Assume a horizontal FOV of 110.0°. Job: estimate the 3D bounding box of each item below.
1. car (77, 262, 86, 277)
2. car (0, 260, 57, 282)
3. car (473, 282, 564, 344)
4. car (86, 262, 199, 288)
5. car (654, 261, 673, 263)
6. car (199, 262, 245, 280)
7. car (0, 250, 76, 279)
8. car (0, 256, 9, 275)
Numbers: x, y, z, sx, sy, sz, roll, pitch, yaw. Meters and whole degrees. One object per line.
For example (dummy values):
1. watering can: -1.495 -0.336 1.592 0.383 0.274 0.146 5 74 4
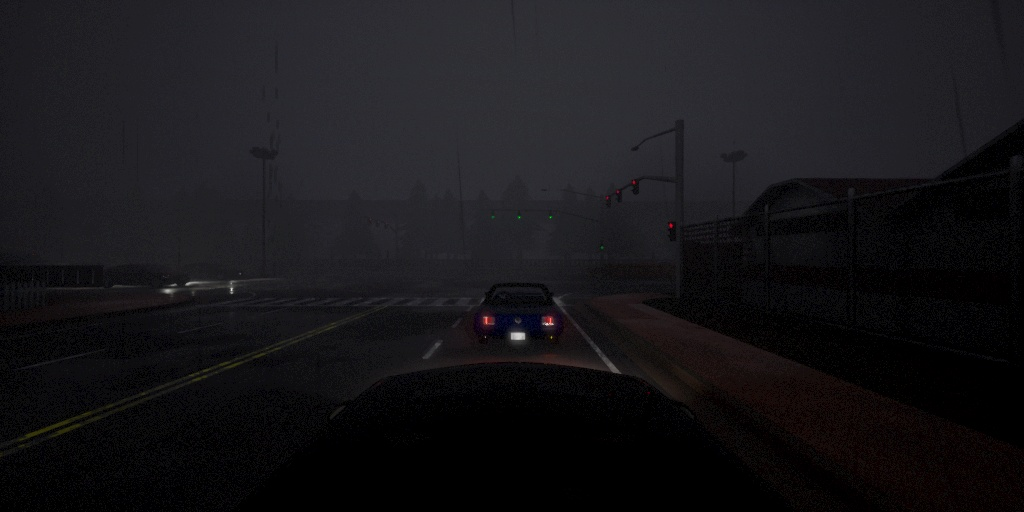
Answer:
1. car: -35.017 1.213 30.012 5.357 1.411 2.033 1 0 -1
2. car: -33.266 1.192 23.039 4.902 1.511 2.128 1 0 -1
3. car: 0.193 1.351 9.543 1.895 1.301 4.718 0 0 2
4. car: -23.791 1.226 23.189 5.008 1.535 1.882 0 0 -1
5. car: 17.205 1.276 41.554 4.674 1.442 1.812 0 0 -1
6. car: -25.313 1.248 30.167 4.892 1.490 1.837 0 0 -1
7. car: -36.579 0.841 26.484 5.566 2.045 2.150 2 0 -1
8. car: -45.752 0.650 29.873 4.892 1.490 1.837 4 0 0
